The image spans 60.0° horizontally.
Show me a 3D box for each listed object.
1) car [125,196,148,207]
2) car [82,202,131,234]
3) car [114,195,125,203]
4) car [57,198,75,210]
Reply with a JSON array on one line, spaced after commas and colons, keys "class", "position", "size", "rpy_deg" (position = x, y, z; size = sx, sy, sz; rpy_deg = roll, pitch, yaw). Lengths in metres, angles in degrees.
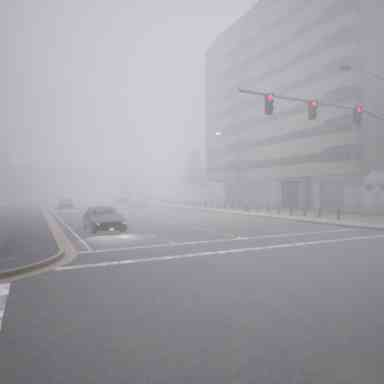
[{"class": "car", "position": [-8.163, 1.361, 50.377], "size": [1.882, 1.535, 5.008], "rpy_deg": [-1, 0, -25]}, {"class": "car", "position": [-5.275, 1.544, 19.560], "size": [2.033, 1.411, 5.357], "rpy_deg": [-1, 0, -25]}, {"class": "car", "position": [-12.513, 1.355, 59.397], "size": [1.882, 1.535, 5.008], "rpy_deg": [-1, 0, -25]}, {"class": "car", "position": [-16.259, 1.527, 42.677], "size": [2.033, 1.411, 5.357], "rpy_deg": [-1, 0, -25]}]
